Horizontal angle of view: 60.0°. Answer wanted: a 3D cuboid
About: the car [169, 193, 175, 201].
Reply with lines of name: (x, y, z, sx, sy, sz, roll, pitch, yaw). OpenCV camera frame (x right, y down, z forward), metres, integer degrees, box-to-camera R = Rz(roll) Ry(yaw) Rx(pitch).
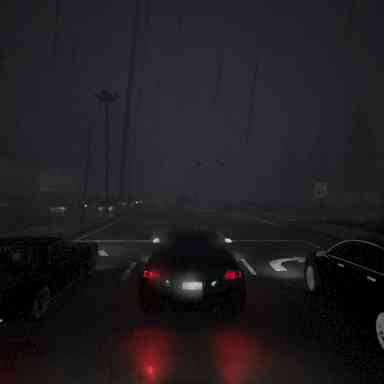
car: (-4.805, 1.220, 86.402, 2.150, 2.045, 5.566, 0, 0, 0)

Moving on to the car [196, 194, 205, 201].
car: (2.194, 1.350, 86.719, 2.097, 1.767, 4.553, 0, 0, 0)

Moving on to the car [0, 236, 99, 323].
car: (-3.495, 1.601, 7.158, 1.895, 1.301, 4.718, 0, 0, 0)

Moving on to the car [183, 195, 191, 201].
car: (-1.306, 1.521, 86.765, 2.128, 1.511, 4.902, 0, 0, 0)

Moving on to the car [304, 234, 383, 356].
car: (3.503, 1.505, 5.836, 1.837, 1.490, 4.892, 0, 0, 0)

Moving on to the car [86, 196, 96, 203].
car: (-19.801, 1.478, 66.779, 1.882, 1.535, 5.008, 0, 0, 0)

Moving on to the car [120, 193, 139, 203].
car: (-12.802, 1.504, 68.388, 1.837, 1.490, 4.892, 0, 0, 0)

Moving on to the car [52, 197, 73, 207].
car: (-19.876, 1.505, 51.211, 1.837, 1.490, 4.892, 0, 0, 0)

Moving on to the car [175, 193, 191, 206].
car: (-1.299, 1.352, 55.393, 2.097, 1.767, 4.553, 0, 0, 0)

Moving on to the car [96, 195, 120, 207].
car: (-12.867, 1.505, 51.227, 1.837, 1.490, 4.892, 0, 0, 0)

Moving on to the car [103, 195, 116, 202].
car: (-19.804, 1.478, 80.420, 1.882, 1.535, 5.008, 0, 0, 0)

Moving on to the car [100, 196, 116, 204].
car: (-16.322, 1.504, 65.165, 1.837, 1.490, 4.892, 0, 0, 0)

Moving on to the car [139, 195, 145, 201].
car: (-12.804, 1.525, 81.702, 2.128, 1.511, 4.902, 0, 0, 0)

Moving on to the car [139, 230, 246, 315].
car: (0.006, 1.564, 7.659, 1.994, 1.385, 4.181, 0, 0, 0)

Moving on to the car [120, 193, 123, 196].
car: (-16.304, 1.224, 80.616, 2.150, 2.045, 5.566, 0, 0, 0)
